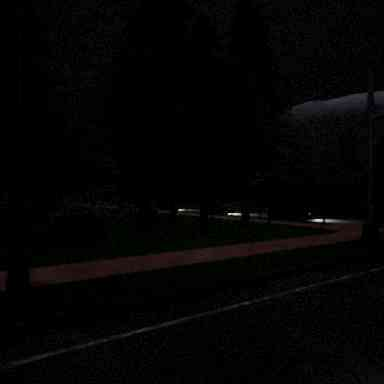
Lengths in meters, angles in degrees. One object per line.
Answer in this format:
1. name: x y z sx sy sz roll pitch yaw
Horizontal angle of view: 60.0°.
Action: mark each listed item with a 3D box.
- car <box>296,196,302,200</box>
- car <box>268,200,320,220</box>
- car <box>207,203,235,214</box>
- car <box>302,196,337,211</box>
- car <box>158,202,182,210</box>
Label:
1. car: 14.566 1.404 43.736 3.866 1.878 1.905 0 0 -37
2. car: 8.941 1.712 30.276 1.994 1.385 4.181 0 0 -37
3. car: 2.981 1.710 38.270 1.994 1.385 4.181 0 0 -37
4. car: 16.382 1.405 41.955 4.605 1.855 1.932 0 0 -37
5. car: -3.270 1.708 46.599 1.994 1.385 4.181 0 0 -37
